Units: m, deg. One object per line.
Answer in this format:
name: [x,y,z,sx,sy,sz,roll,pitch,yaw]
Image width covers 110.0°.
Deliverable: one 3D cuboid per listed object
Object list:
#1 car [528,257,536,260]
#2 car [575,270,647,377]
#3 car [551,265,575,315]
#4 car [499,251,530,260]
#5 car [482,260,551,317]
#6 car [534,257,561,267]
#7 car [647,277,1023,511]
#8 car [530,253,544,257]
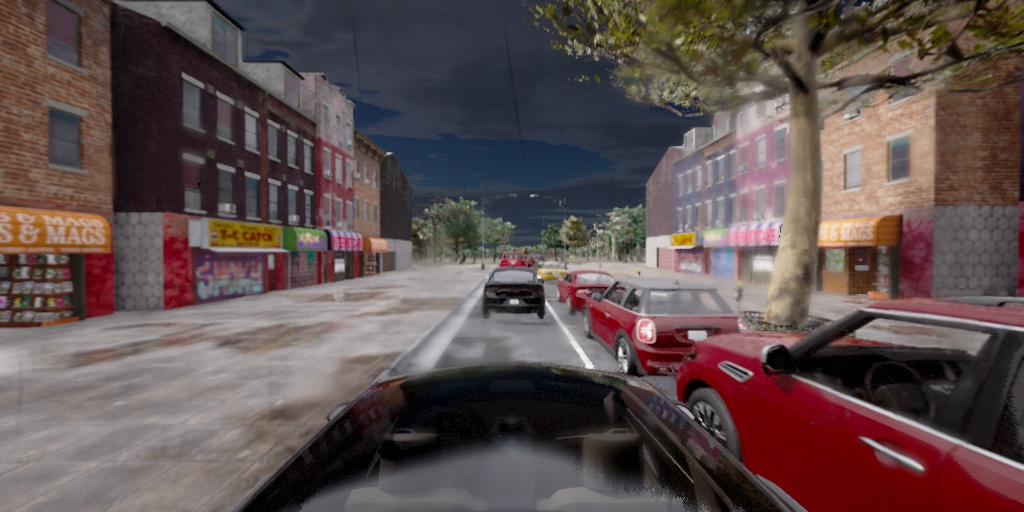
car: [2.632,0.958,29.230,2.007,1.370,4.403,0,0,0]
car: [2.636,1.121,7.051,1.967,1.591,4.097,0,0,0]
car: [2.635,1.154,12.597,1.888,1.381,4.507,0,0,0]
car: [0.096,0.614,30.700,2.150,2.045,5.566,0,1,0]
car: [0.041,1.089,12.431,1.882,1.535,5.008,0,1,0]
car: [2.633,0.996,23.856,1.751,1.417,4.829,0,0,0]
car: [2.638,1.067,1.506,2.192,1.841,5.009,0,0,0]
car: [2.630,0.596,40.320,2.192,1.841,5.009,0,0,0]
